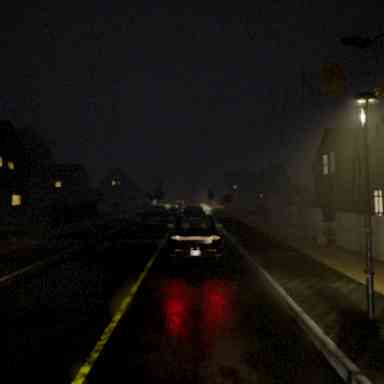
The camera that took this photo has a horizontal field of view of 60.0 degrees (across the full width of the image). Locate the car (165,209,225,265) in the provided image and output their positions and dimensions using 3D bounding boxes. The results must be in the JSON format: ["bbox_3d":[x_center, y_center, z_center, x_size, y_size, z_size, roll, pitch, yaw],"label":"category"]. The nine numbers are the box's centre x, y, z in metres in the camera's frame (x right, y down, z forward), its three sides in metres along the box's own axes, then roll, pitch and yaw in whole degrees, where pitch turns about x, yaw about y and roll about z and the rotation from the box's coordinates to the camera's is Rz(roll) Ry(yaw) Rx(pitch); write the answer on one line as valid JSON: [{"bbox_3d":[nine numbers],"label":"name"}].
[{"bbox_3d":[0.104,1.585,12.030,2.128,1.511,4.902,0,-1,0],"label":"car"}]

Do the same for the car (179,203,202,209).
[{"bbox_3d":[0.106,1.776,25.448,1.994,1.385,4.181,0,0,0],"label":"car"}]

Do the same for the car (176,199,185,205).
[{"bbox_3d":[-2.726,2.271,76.708,1.882,1.535,5.008,0,-1,0],"label":"car"}]

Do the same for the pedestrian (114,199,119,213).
[{"bbox_3d":[-9.801,1.740,42.845,0.375,1.860,0.375,0,-3,-1],"label":"pedestrian"}]
